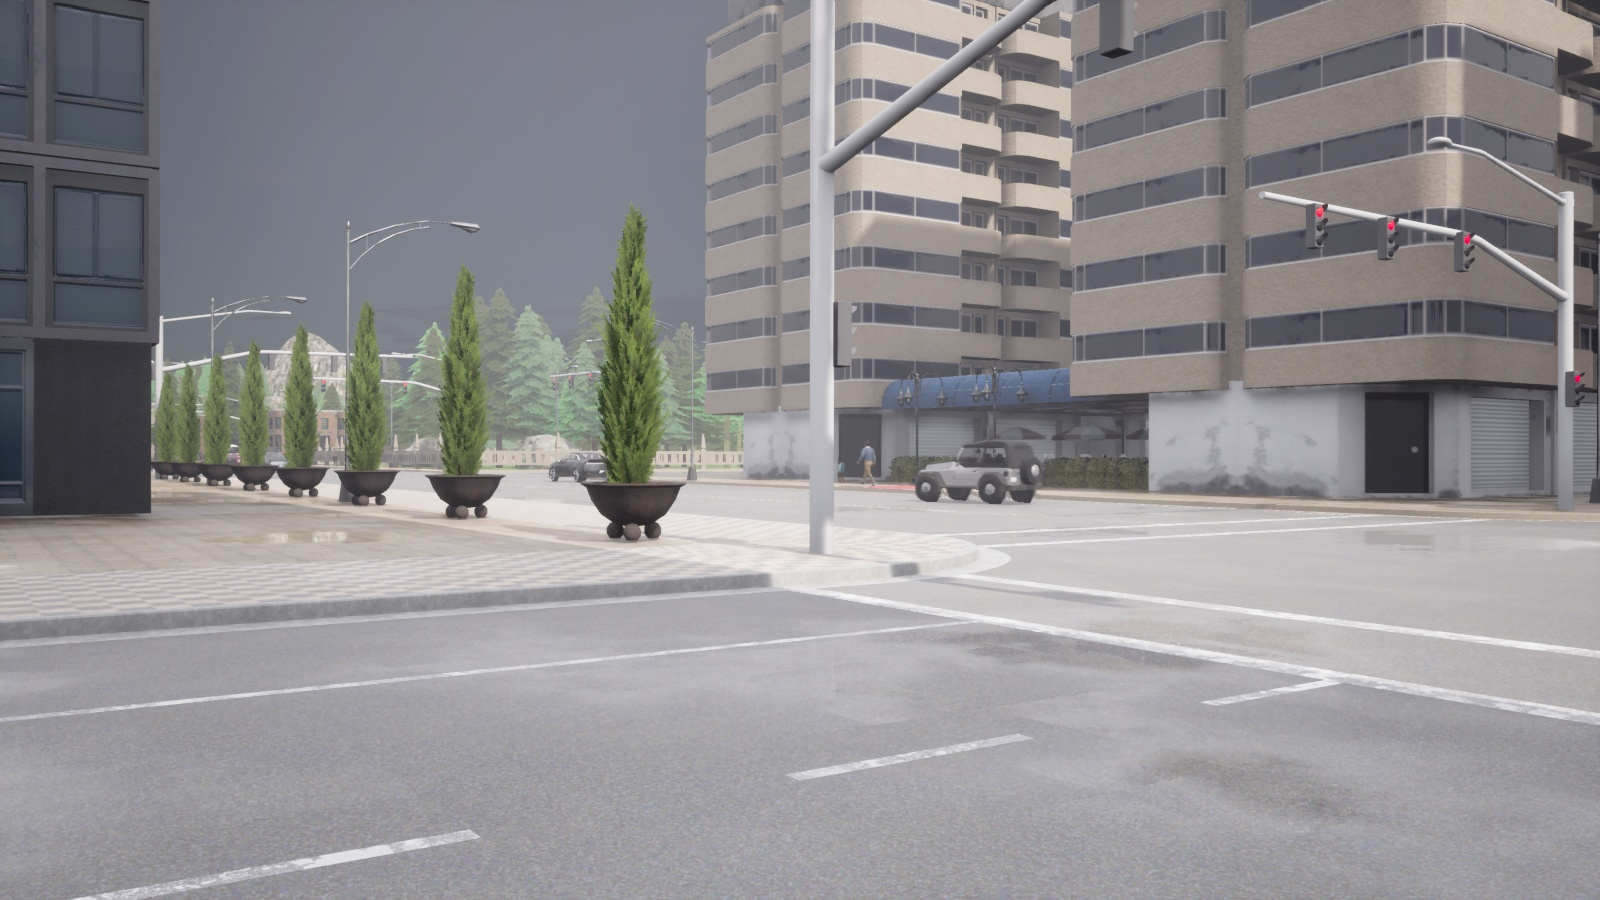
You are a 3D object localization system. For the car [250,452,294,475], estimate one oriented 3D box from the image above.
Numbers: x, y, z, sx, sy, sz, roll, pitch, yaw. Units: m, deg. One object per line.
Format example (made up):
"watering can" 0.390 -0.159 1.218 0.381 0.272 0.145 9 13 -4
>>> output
"car" -38.355 0.979 91.189 2.033 1.649 4.856 0 0 -34

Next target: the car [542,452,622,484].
"car" -11.100 0.880 63.618 2.128 1.511 4.902 0 0 -34

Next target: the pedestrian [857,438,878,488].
"pedestrian" 2.658 0.492 49.363 0.423 1.949 0.788 0 0 -36

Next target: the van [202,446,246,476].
"van" -40.309 0.769 87.841 2.069 2.038 4.480 0 0 -34

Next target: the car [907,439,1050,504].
"car" 5.334 0.622 37.842 3.866 1.878 1.905 0 0 42
